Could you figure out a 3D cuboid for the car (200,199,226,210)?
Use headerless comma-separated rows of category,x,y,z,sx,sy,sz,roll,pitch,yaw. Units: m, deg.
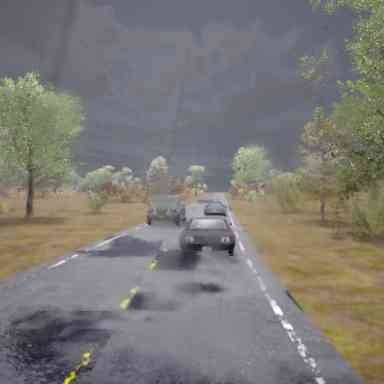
car,2.114,1.579,30.395,1.994,1.385,4.181,0,0,5

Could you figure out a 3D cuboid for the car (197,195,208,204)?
car,2.102,1.354,65.006,2.097,1.767,4.553,0,0,5

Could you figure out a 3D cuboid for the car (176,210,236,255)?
car,0.663,1.609,13.256,1.895,1.301,4.718,0,0,4

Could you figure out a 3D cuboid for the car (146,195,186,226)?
car,-1.694,1.232,23.806,2.150,2.045,5.566,0,0,5
